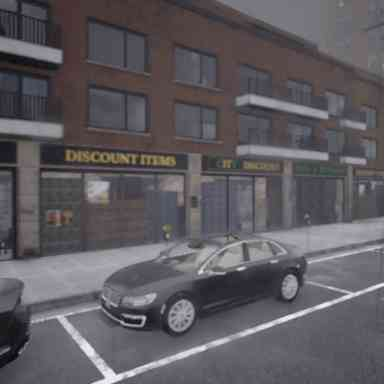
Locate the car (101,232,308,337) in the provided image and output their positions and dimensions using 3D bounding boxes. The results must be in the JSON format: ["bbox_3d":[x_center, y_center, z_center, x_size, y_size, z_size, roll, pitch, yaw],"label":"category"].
[{"bbox_3d":[0.453,1.523,6.513,4.403,1.369,2.008,0,0,-36],"label":"car"}]

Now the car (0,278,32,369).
[{"bbox_3d":[-4.038,1.562,3.306,4.403,1.369,2.008,0,0,-36],"label":"car"}]
